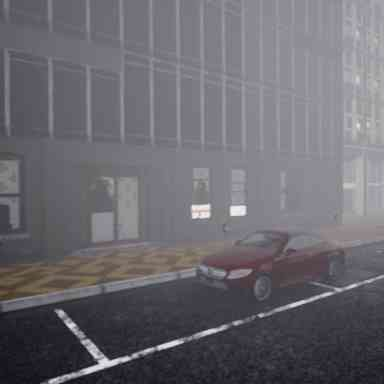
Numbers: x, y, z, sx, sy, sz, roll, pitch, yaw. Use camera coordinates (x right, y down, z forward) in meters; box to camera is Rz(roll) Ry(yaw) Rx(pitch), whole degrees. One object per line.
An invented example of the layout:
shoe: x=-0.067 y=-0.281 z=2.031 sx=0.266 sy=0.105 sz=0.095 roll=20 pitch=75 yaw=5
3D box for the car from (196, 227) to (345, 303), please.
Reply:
car: x=2.061 y=1.552 z=8.047 sx=4.206 sy=1.307 sz=1.802 roll=0 pitch=0 yaw=-36
